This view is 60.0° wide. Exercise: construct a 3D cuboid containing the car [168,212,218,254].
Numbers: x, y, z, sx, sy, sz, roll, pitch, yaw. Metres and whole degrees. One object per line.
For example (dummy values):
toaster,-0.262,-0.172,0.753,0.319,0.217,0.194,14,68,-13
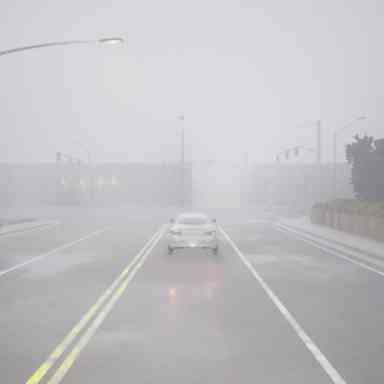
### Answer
car,0.049,1.534,13.473,1.812,1.442,4.674,0,0,1
